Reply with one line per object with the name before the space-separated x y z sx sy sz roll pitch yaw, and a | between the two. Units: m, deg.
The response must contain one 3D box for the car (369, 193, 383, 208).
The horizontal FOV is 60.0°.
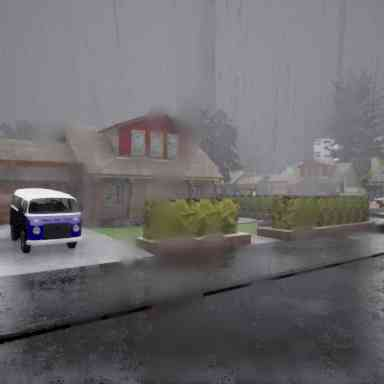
car | 23.743 0.986 40.873 3.866 1.878 1.905 0 0 -1
